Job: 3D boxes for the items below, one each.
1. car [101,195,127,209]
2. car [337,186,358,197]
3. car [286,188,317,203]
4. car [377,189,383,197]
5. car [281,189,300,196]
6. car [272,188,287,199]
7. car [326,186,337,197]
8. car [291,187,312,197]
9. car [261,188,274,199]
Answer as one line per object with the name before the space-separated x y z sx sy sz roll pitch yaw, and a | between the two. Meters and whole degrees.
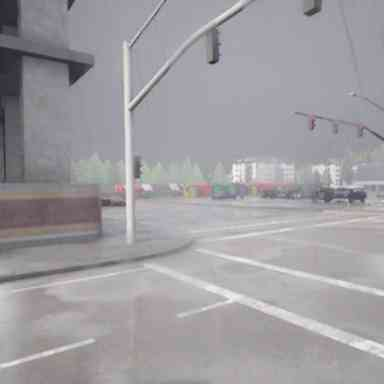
car | -9.142 1.113 38.750 1.882 1.535 5.008 -1 1 -36
car | 37.199 -0.421 79.615 3.866 1.878 1.905 -1 1 -35
car | 17.099 0.490 51.725 3.806 1.475 1.970 -1 1 -35
car | 32.755 0.179 55.741 3.806 1.475 1.970 -1 1 -35
car | 21.297 0.146 71.881 3.905 1.438 1.784 -1 1 -35
car | 15.426 0.458 54.088 3.905 1.438 1.784 -1 1 -35
car | 35.539 -0.183 81.988 3.806 1.475 1.970 -1 1 -35
car | 22.914 -0.063 69.477 4.605 1.855 1.932 -1 1 -35
car | 13.831 0.249 56.246 4.605 1.855 1.932 -1 1 -35
